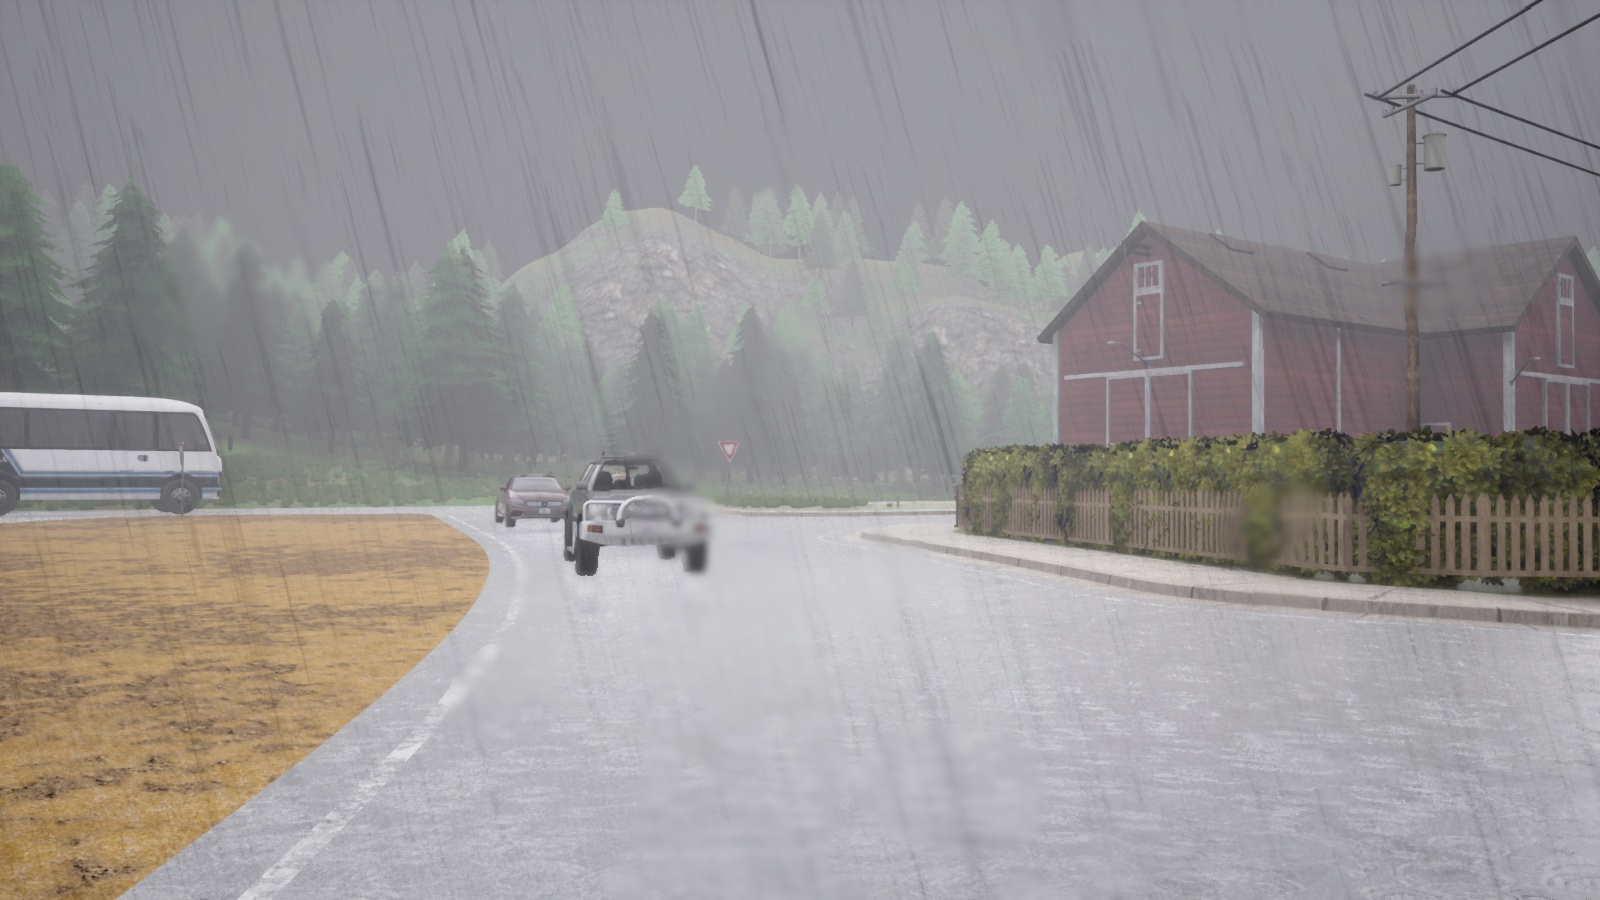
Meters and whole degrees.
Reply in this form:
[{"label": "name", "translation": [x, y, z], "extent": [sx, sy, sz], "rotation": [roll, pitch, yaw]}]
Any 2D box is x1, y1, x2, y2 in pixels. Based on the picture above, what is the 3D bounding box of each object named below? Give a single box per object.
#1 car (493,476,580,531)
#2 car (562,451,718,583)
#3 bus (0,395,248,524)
[{"label": "car", "translation": [-7.527, 1.458, 35.569], "extent": [1.812, 1.442, 4.674], "rotation": [0, -1, -19]}, {"label": "car", "translation": [-2.674, 0.980, 20.042], "extent": [1.932, 1.855, 4.605], "rotation": [0, -1, -14]}, {"label": "bus", "translation": [-25.591, 0.376, 44.708], "extent": [10.273, 4.253, 3.944], "rotation": [1, -1, -36]}]
